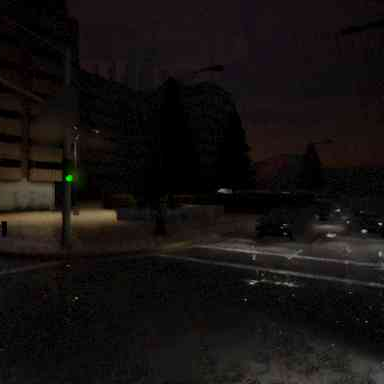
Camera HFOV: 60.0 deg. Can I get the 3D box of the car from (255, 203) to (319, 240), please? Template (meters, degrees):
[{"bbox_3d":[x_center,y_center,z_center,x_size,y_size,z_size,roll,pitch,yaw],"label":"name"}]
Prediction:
[{"bbox_3d":[4.952,1.507,17.460,1.882,1.535,5.008,0,0,33],"label":"car"}]

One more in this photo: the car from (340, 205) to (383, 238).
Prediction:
[{"bbox_3d":[9.716,1.632,18.349,1.895,1.301,4.718,0,0,33],"label":"car"}]

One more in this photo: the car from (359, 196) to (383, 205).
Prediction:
[{"bbox_3d":[14.649,1.396,25.944,2.097,1.767,4.553,0,0,33],"label":"car"}]

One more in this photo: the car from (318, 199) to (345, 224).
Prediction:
[{"bbox_3d":[10.073,1.547,25.321,1.837,1.490,4.892,0,0,33],"label":"car"}]

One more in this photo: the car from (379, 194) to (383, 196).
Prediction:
[{"bbox_3d":[20.494,1.280,34.916,2.150,2.045,5.566,0,0,33],"label":"car"}]

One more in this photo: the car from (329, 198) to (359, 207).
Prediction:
[{"bbox_3d":[15.398,1.604,33.509,2.033,1.411,5.357,0,0,33],"label":"car"}]
